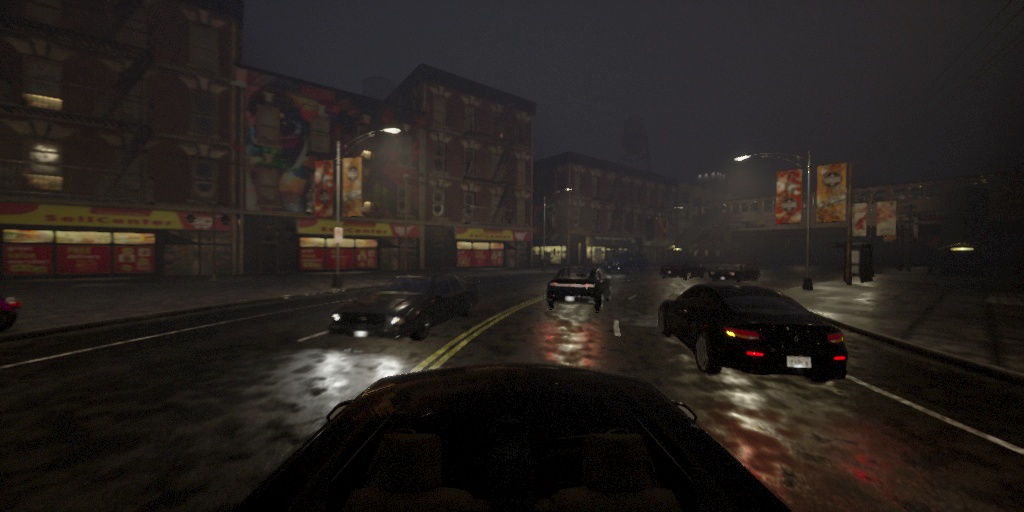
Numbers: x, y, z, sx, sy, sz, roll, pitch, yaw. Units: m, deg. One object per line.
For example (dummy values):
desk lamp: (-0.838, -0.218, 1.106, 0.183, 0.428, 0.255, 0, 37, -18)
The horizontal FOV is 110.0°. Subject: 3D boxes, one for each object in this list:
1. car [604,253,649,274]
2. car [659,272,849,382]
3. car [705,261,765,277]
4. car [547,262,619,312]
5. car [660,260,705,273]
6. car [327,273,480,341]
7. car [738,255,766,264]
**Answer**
car: (11.416, 0.691, 35.787, 5.566, 2.045, 2.150, 0, 1, -38)
car: (4.308, 1.255, 7.146, 1.812, 1.442, 4.674, 0, 1, 10)
car: (16.173, 1.229, 25.951, 4.718, 1.301, 1.895, 0, 1, -39)
car: (2.686, 1.130, 13.670, 2.128, 1.511, 4.902, 1, 1, 20)
car: (13.568, 1.056, 28.178, 5.008, 1.535, 1.882, 0, 1, -40)
car: (-2.465, 1.180, 9.890, 2.033, 1.411, 5.357, 1, 1, 13)
car: (29.544, 1.016, 45.083, 5.008, 1.535, 1.882, 0, 1, -37)
